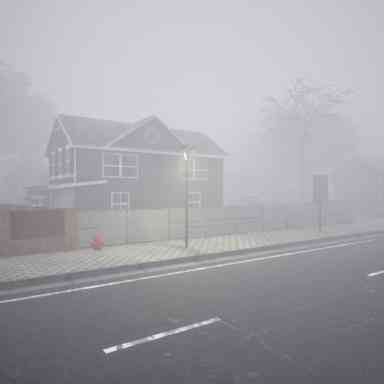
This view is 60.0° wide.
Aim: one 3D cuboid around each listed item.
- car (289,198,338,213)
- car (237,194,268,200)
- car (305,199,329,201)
[{"bbox_3d":[13.783,1.528,37.984,2.128,1.511,4.902,0,0,-35],"label":"car"},{"bbox_3d":[7.801,1.269,41.442,2.150,2.045,5.566,0,0,-35],"label":"car"},{"bbox_3d":[13.515,1.522,33.348,2.128,1.511,4.902,0,0,-35],"label":"car"}]
